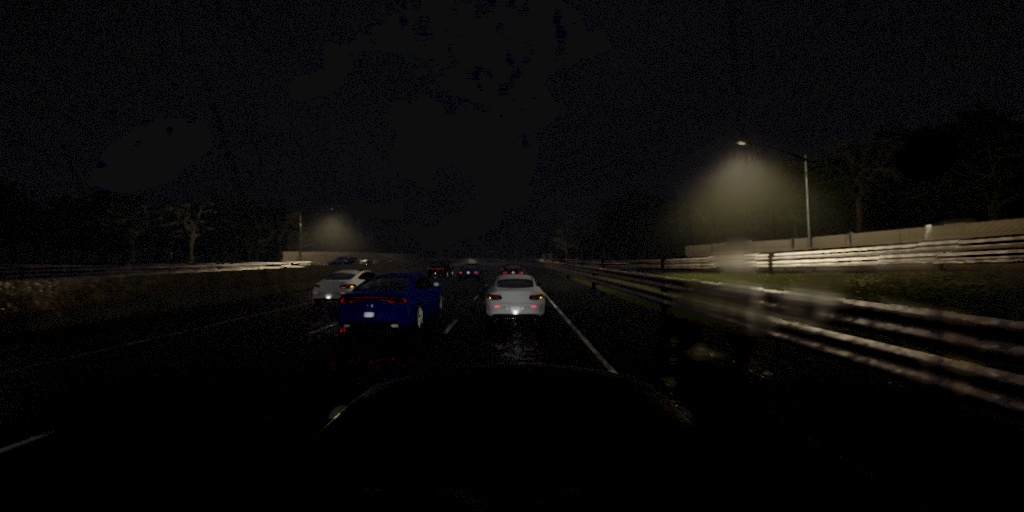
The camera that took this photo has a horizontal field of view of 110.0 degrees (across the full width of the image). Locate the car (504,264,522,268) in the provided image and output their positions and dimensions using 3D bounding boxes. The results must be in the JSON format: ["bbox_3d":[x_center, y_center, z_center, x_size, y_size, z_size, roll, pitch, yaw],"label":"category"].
[{"bbox_3d":[0.090,1.357,30.363,2.033,1.411,5.357,0,0,0],"label":"car"}]

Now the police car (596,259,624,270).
[{"bbox_3d":[13.642,1.240,50.583,2.038,1.542,4.974,0,0,-19],"label":"police car"}]

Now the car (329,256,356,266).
[{"bbox_3d":[-24.523,1.073,52.613,2.150,2.045,5.566,0,0,0],"label":"car"}]

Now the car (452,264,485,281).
[{"bbox_3d":[-3.410,1.357,30.419,2.033,1.411,5.357,0,0,0],"label":"car"}]

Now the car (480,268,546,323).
[{"bbox_3d":[0.096,1.301,12.153,1.812,1.442,4.674,0,0,0],"label":"car"}]

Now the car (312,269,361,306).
[{"bbox_3d":[-6.892,1.308,15.791,1.812,1.442,4.674,0,0,0],"label":"car"}]

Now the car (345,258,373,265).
[{"bbox_3d":[-21.040,1.343,50.598,2.128,1.511,4.902,0,0,0],"label":"car"}]

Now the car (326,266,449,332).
[{"bbox_3d":[-3.403,1.250,11.009,1.882,1.535,5.008,0,0,0],"label":"car"}]

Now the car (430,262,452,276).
[{"bbox_3d":[-6.912,1.322,34.816,1.837,1.490,4.892,0,0,0],"label":"car"}]
